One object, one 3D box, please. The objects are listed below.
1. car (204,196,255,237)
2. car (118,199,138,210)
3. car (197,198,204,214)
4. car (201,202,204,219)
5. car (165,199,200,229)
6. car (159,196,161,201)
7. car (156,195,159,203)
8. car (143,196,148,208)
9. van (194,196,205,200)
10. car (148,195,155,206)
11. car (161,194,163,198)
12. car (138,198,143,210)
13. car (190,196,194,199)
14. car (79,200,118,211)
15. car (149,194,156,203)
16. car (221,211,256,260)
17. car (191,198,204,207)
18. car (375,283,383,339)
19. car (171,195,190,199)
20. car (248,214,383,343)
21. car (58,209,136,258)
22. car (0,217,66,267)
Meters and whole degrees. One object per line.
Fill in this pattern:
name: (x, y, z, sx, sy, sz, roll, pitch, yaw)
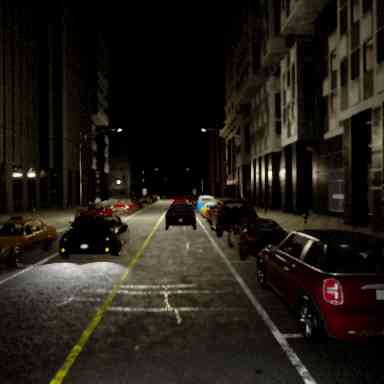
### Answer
car: (2.103, 1.288, 17.640, 2.192, 1.841, 5.009, 0, 0, -2)
car: (-7.083, 1.474, 34.079, 1.967, 1.590, 4.097, 0, 0, -2)
car: (1.651, 1.497, 29.006, 1.752, 1.417, 4.829, 0, 0, -2)
car: (1.881, 1.554, 23.239, 1.802, 1.307, 4.206, 0, 0, -2)
car: (-0.739, 1.470, 21.650, 1.882, 1.535, 5.008, 0, 0, -2)
car: (-8.645, 1.350, 73.260, 2.192, 1.841, 5.009, 0, 0, -2)
car: (-8.421, 1.579, 67.662, 1.887, 1.381, 4.507, 0, 0, -2)
car: (-7.529, 1.599, 45.273, 1.947, 1.339, 4.313, 0, 0, -2)
van: (1.434, 1.312, 34.433, 1.690, 1.788, 3.998, 0, 0, -2)
car: (-7.975, 1.584, 56.468, 2.008, 1.369, 4.403, 0, 0, -2)
car: (-9.084, 1.562, 84.284, 1.752, 1.417, 4.829, 0, 0, -2)
car: (-7.306, 1.615, 39.676, 1.802, 1.307, 4.206, 0, 0, -2)
car: (0.989, 1.552, 45.629, 1.802, 1.307, 4.206, 0, 0, -2)
car: (-6.637, 1.476, 22.884, 1.967, 1.590, 4.097, 0, 0, -2)
car: (-8.191, 1.559, 61.895, 1.752, 1.417, 4.829, 0, 0, -2)
car: (2.327, 1.557, 12.043, 1.802, 1.307, 4.206, 0, 0, -2)
car: (0.766, 1.552, 51.226, 1.802, 1.307, 4.206, 0, 0, -2)
car: (2.774, 1.530, 0.847, 2.008, 1.369, 4.403, 0, 0, -2)
car: (-1.507, 1.467, 41.135, 1.882, 1.535, 5.008, 0, 0, -2)
car: (2.550, 1.417, 6.446, 1.967, 1.590, 4.097, 0, 0, -2)
car: (-3.565, 1.582, 12.823, 1.994, 1.385, 4.181, 0, 0, -2)
car: (-6.183, 1.563, 11.519, 1.752, 1.417, 4.829, 0, 0, -2)
